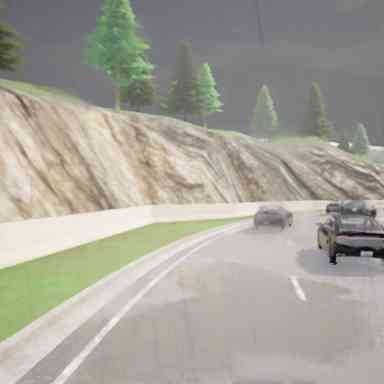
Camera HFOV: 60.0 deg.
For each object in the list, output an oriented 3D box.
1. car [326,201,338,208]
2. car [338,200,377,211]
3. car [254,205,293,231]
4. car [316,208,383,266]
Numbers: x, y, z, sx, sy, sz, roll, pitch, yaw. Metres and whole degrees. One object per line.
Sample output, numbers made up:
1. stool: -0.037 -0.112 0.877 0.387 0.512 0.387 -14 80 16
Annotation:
1. car: 16.409 1.720 36.503 4.902 1.511 2.128 1 0 -44
2. car: 14.922 1.549 29.483 2.097 1.767 4.553 0 0 39
3. car: 5.364 1.595 21.564 2.128 1.511 4.902 0 0 25
4. car: 5.637 1.568 11.878 2.128 1.511 4.902 0 0 15
